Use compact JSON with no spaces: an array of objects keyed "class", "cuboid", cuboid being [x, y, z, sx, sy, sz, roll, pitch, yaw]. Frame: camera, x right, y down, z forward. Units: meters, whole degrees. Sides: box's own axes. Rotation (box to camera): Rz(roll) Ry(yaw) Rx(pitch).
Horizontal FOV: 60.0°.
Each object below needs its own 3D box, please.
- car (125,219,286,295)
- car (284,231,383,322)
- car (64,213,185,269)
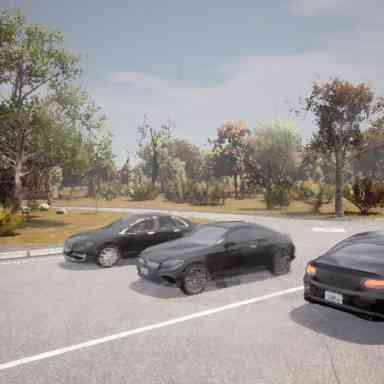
[{"class":"car","cuboid":[0.828,1.526,8.831,4.674,1.442,1.812,0,0,-35]},{"class":"car","cuboid":[4.137,1.526,6.697,4.674,1.442,1.812,0,0,-36]},{"class":"car","cuboid":[-1.758,1.505,11.306,4.892,1.490,1.837,0,0,-35]}]
